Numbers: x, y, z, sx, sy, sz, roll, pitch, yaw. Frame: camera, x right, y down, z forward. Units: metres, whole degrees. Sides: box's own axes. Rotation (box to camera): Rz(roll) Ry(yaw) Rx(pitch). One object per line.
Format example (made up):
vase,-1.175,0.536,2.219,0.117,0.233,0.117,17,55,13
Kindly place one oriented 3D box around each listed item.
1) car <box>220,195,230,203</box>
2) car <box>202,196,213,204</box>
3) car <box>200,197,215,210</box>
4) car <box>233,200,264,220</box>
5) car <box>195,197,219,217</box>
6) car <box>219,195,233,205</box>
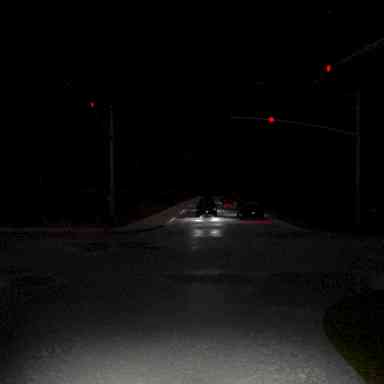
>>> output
car,6.824,1.470,69.014,1.837,1.490,4.892,0,0,3
car,2.947,1.530,61.637,1.994,1.385,4.181,0,0,3
car,1.959,1.470,42.953,1.837,1.490,4.892,0,0,3
car,4.837,1.443,28.029,1.882,1.535,5.008,0,0,3
car,1.378,1.470,31.034,1.837,1.490,4.892,0,0,3
car,6.341,1.566,59.053,1.895,1.301,4.718,0,0,3
